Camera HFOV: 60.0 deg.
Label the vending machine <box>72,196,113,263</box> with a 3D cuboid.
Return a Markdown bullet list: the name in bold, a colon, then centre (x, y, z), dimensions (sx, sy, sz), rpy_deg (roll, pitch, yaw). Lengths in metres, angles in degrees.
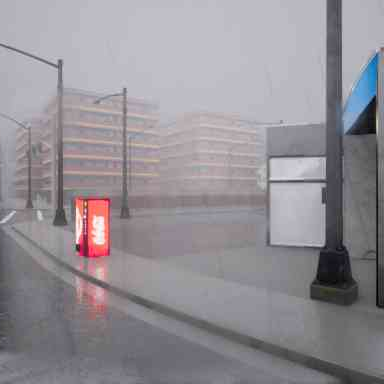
- **vending machine**: centre (-3.349, 1.195, 11.238), dimensions (1.100, 2.100, 0.880), rpy_deg (0, 0, -36)
